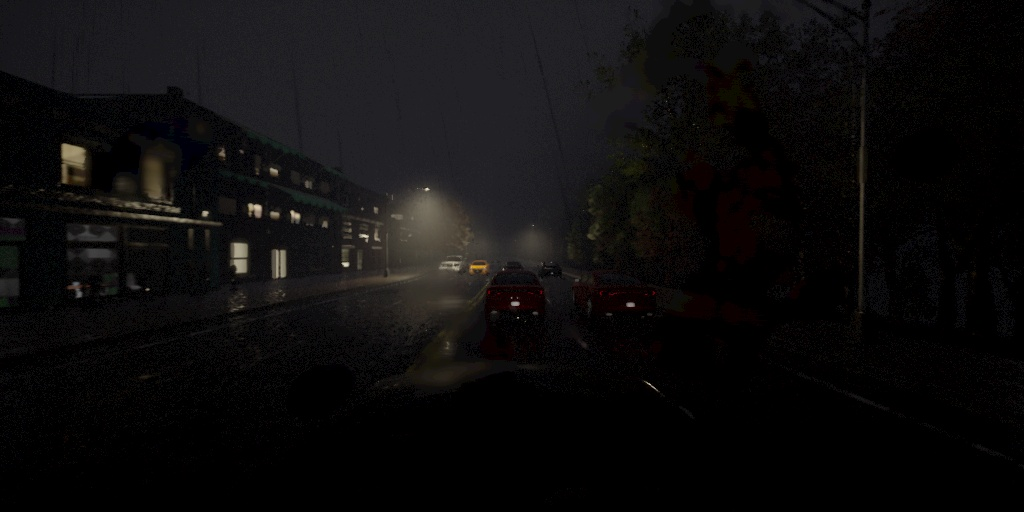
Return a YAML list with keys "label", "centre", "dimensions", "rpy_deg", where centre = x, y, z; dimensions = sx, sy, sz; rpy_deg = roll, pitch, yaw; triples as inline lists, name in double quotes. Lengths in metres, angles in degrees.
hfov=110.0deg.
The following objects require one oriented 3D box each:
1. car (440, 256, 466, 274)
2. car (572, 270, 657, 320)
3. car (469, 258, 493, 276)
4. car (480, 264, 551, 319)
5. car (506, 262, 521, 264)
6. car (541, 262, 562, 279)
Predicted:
- label: "car"
  centre: [-6.600, 0.964, 40.705]
  dimensions: [2.150, 2.045, 5.566]
  rpy_deg: [0, 0, 0]
- label: "car"
  centre: [3.348, 1.226, 12.595]
  dimensions: [1.882, 1.535, 5.008]
  rpy_deg: [0, 0, 0]
- label: "car"
  centre: [-3.349, 1.222, 37.506]
  dimensions: [1.882, 1.535, 5.008]
  rpy_deg: [0, 0, 0]
- label: "car"
  centre: [0.098, 1.226, 12.801]
  dimensions: [1.882, 1.535, 5.008]
  rpy_deg: [0, 0, 0]
- label: "car"
  centre: [0.094, 1.250, 32.639]
  dimensions: [1.837, 1.490, 4.892]
  rpy_deg: [0, 0, 0]
- label: "car"
  centre: [3.344, 1.237, 32.296]
  dimensions: [2.128, 1.511, 4.902]
  rpy_deg: [0, 0, 0]
